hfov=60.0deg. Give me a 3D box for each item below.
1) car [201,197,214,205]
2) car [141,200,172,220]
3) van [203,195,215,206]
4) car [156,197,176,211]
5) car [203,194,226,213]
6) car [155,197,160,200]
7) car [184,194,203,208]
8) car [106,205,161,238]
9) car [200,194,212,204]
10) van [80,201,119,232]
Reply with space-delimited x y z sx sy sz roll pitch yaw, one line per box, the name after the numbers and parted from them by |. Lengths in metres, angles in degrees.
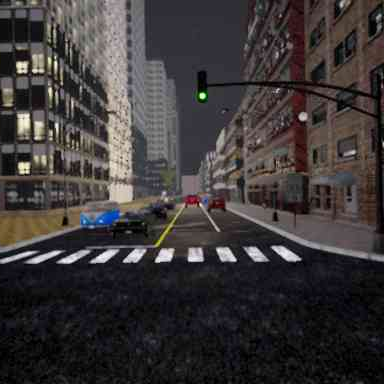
2.750 1.586 59.768 2.008 1.369 4.403 -1 0 0 | car
-3.076 1.650 28.437 1.994 1.385 4.181 -1 0 0 | car
2.737 1.363 54.218 1.690 1.788 3.998 -1 0 0 | van
-3.031 1.716 41.957 1.895 1.301 4.718 -1 0 0 | car
2.714 1.299 37.565 2.192 1.841 5.009 -1 0 0 | car
-5.652 1.697 42.955 1.752 1.417 4.829 -1 0 0 | car
0.044 1.290 50.024 2.150 2.045 5.566 -1 0 0 | car
-3.088 1.665 18.445 1.895 1.301 4.718 -1 0 0 | car
2.751 1.364 65.319 2.192 1.841 5.009 -1 0 0 | car
-5.686 1.465 20.922 1.690 1.788 3.998 -1 0 0 | van
